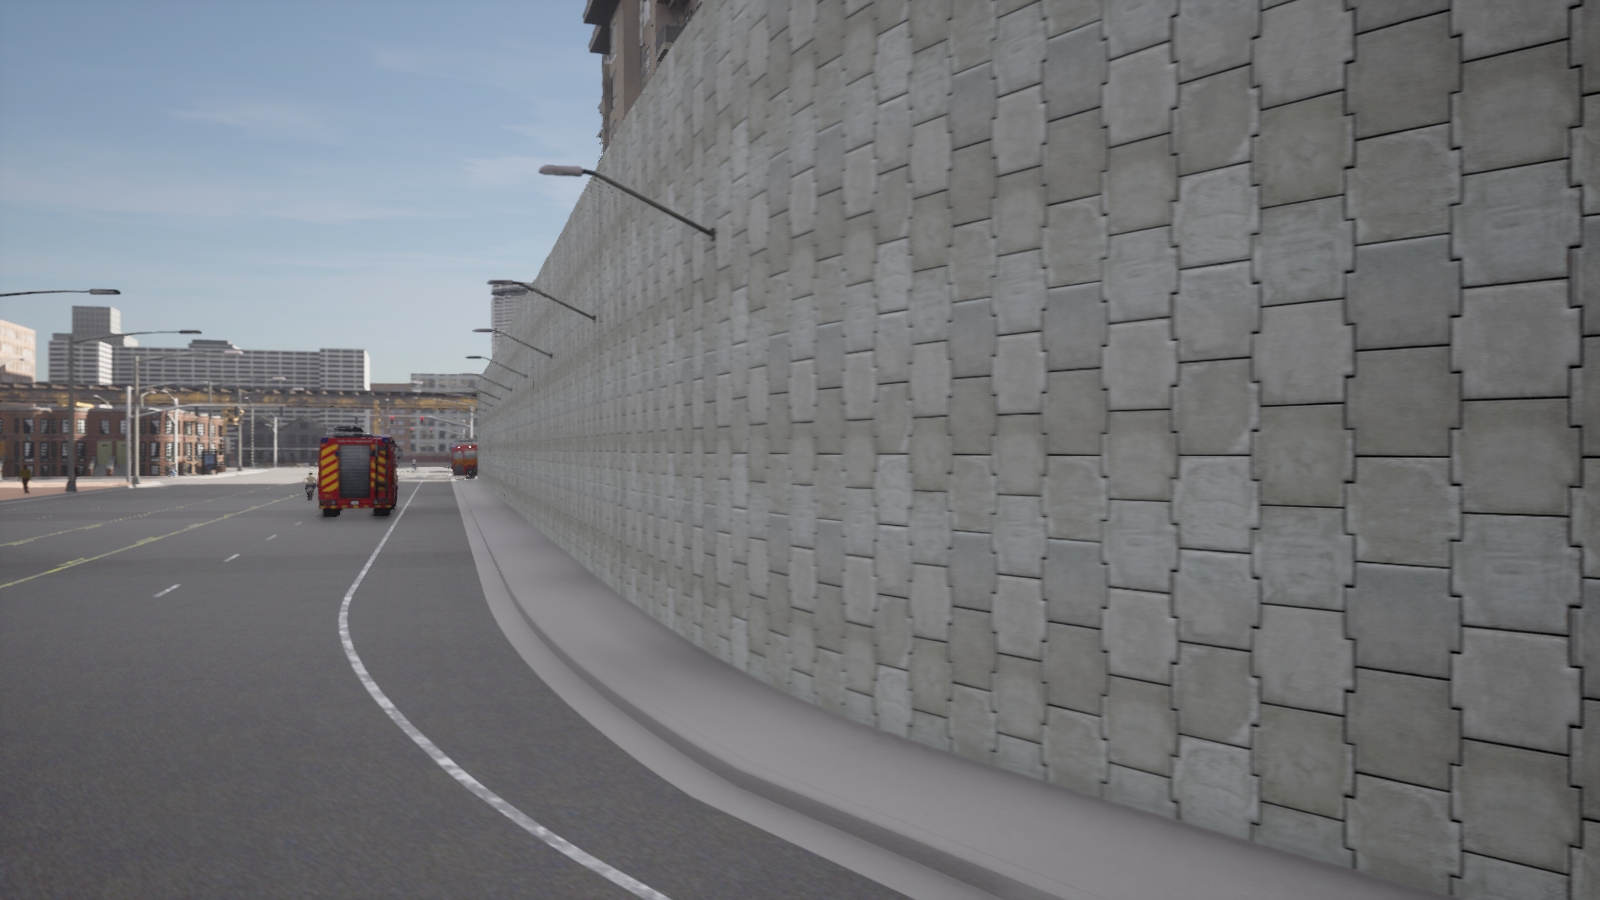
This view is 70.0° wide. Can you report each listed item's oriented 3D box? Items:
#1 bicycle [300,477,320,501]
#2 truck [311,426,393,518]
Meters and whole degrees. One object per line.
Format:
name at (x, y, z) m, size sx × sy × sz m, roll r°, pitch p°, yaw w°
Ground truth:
bicycle at (-27.348, 2.163, 63.818) m, size 0.859 × 1.301 × 1.487 m, roll 0°, pitch 0°, yaw -17°
truck at (-20.118, 0.905, 51.706) m, size 2.891 × 3.827 × 8.468 m, roll 0°, pitch 0°, yaw -18°
